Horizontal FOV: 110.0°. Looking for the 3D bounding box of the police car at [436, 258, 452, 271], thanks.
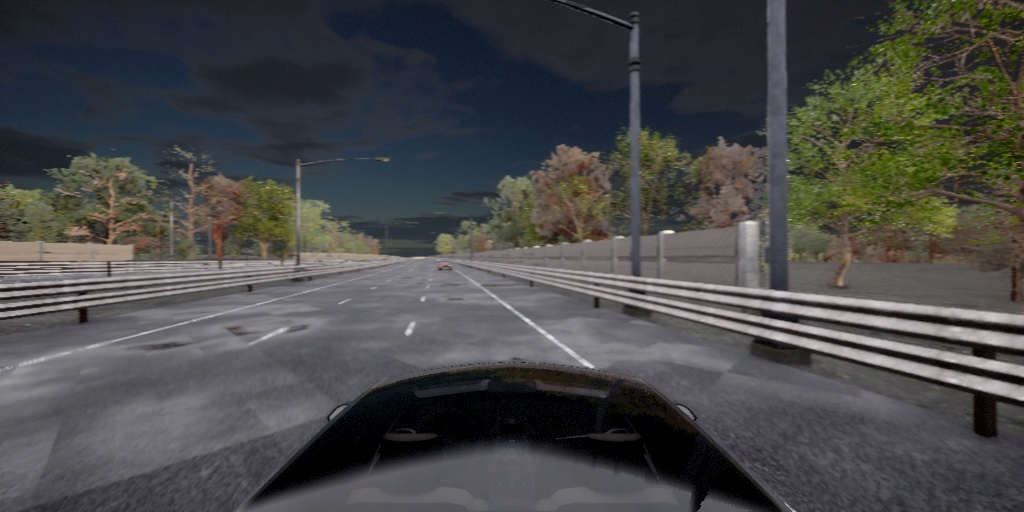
[{"bbox_3d":[-9.990,1.533,53.683,2.038,1.542,4.974,0,0,-12],"label":"police car"}]
